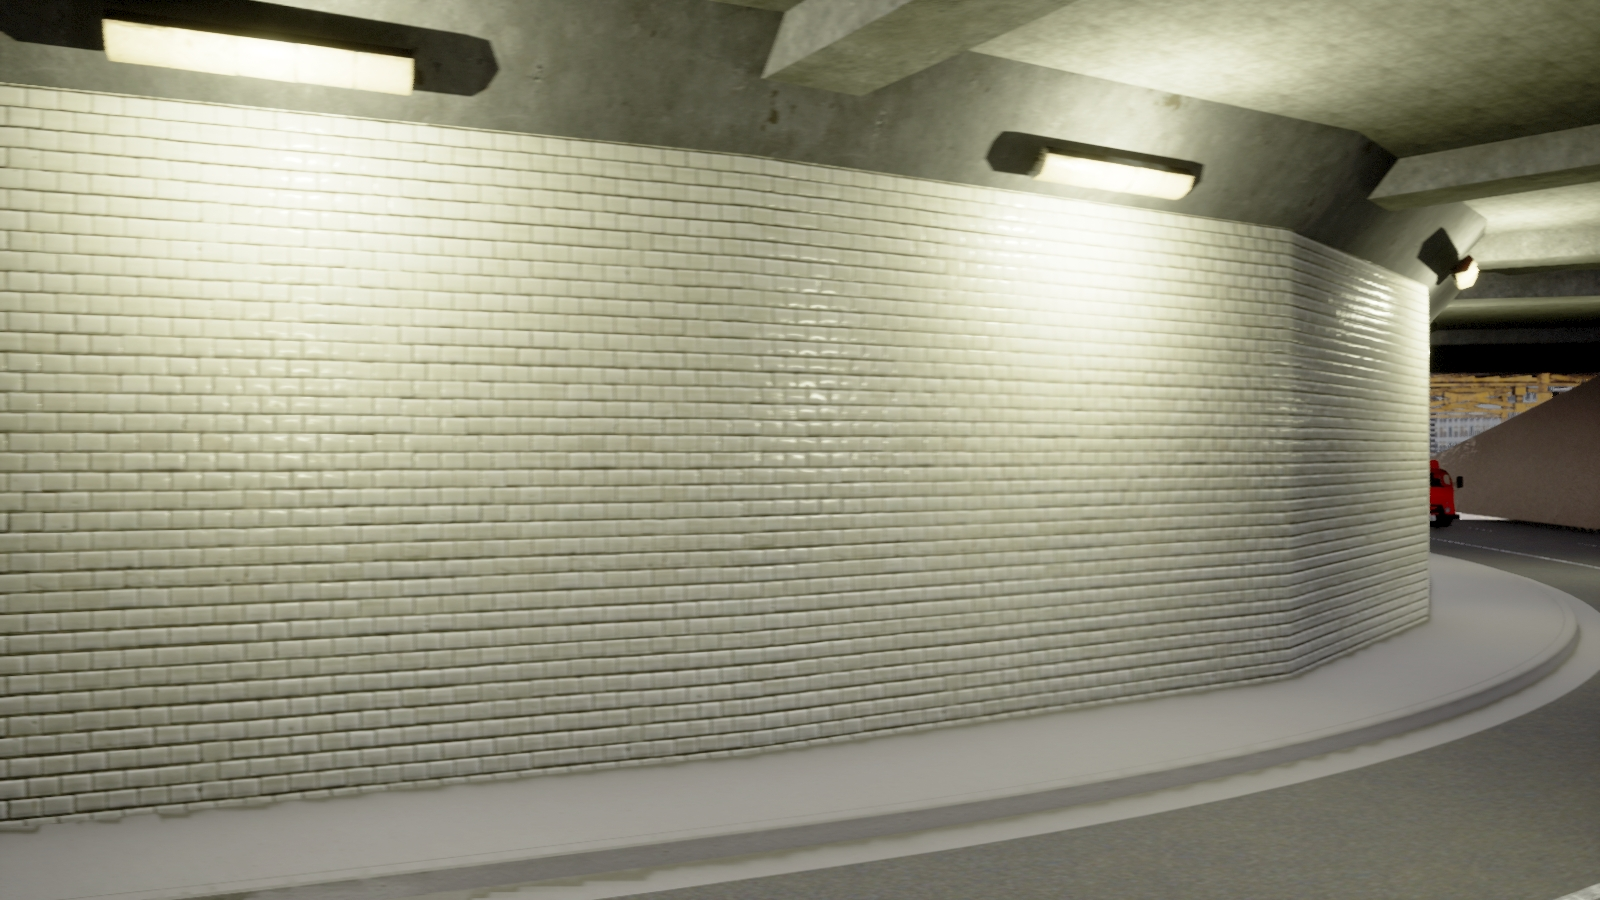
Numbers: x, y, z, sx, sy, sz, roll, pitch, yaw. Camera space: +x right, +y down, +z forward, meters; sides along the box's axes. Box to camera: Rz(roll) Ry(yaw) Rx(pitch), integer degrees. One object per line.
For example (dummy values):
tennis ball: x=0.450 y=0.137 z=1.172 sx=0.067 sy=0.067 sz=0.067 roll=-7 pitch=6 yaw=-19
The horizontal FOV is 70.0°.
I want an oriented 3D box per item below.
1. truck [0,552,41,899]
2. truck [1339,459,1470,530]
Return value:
truck: x=-4.586 y=1.569 z=1.716 sx=5.204 sy=2.467 sz=2.627 roll=0 pitch=0 yaw=-17
truck: x=22.536 y=1.578 z=42.884 sx=2.627 sy=2.467 sz=5.204 roll=0 pitch=0 yaw=6
